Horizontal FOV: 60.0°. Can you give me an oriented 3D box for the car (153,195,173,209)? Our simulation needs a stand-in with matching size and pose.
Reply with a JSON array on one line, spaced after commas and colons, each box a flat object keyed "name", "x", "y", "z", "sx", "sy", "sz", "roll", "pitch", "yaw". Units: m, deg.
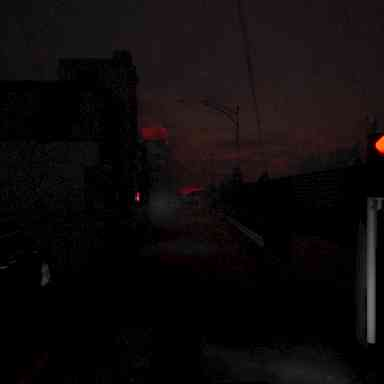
[{"name": "car", "x": -4.119, "y": 1.491, "z": 44.361, "sx": 2.128, "sy": 1.511, "sz": 4.902, "roll": 0, "pitch": 0, "yaw": 0}]

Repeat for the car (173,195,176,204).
[{"name": "car", "x": -4.118, "y": 1.601, "z": 53.645, "sx": 1.895, "sy": 1.301, "sz": 4.718, "roll": 0, "pitch": 0, "yaw": 0}]

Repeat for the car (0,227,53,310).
[{"name": "car", "x": -4.225, "y": 1.504, "z": 6.249, "sx": 1.837, "sy": 1.490, "sz": 4.892, "roll": 1, "pitch": 0, "yaw": -2}]

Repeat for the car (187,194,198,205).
[{"name": "car", "x": 0.068, "y": 1.526, "z": 60.254, "sx": 1.812, "sy": 1.442, "sz": 4.674, "roll": 0, "pitch": 0, "yaw": 0}]
